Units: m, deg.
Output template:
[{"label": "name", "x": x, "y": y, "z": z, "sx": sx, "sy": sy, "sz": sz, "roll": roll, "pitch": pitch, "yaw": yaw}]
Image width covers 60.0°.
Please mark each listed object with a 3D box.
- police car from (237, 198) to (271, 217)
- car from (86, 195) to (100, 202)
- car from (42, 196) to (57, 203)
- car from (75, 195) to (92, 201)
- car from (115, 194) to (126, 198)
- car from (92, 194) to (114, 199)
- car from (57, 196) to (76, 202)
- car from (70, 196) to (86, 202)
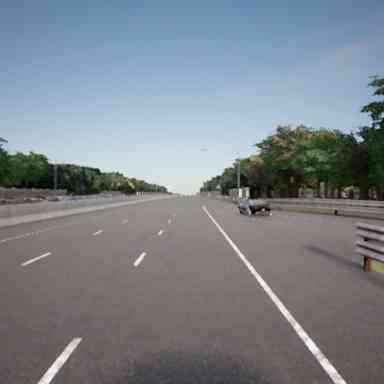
[{"label": "police car", "x": 5.927, "y": 1.451, "z": 32.722, "sx": 1.930, "sy": 1.638, "sz": 5.238, "roll": -2, "pitch": 0, "yaw": -12}, {"label": "car", "x": -24.506, "y": 1.546, "z": 82.141, "sx": 2.097, "sy": 1.767, "sz": 4.553, "roll": 0, "pitch": 0, "yaw": 0}, {"label": "car", "x": -28.004, "y": 1.647, "z": 65.972, "sx": 1.837, "sy": 1.490, "sz": 4.892, "roll": 0, "pitch": 0, "yaw": 0}, {"label": "car", "x": -21.004, "y": 1.648, "z": 66.277, "sx": 1.837, "sy": 1.490, "sz": 4.892, "roll": 0, "pitch": 0, "yaw": 0}, {"label": "car", "x": -17.506, "y": 1.668, "z": 82.111, "sx": 1.882, "sy": 1.535, "sz": 5.008, "roll": 0, "pitch": 0, "yaw": 0}, {"label": "car", "x": -17.505, "y": 1.372, "z": 66.288, "sx": 2.150, "sy": 2.045, "sz": 5.566, "roll": 0, "pitch": 0, "yaw": 0}, {"label": "car", "x": -24.504, "y": 1.626, "z": 66.277, "sx": 1.882, "sy": 1.535, "sz": 5.008, "roll": 0, "pitch": 0, "yaw": 0}, {"label": "car", "x": -28.006, "y": 1.715, "z": 81.805, "sx": 2.128, "sy": 1.511, "sz": 4.902, "roll": 0, "pitch": 0, "yaw": 0}]
